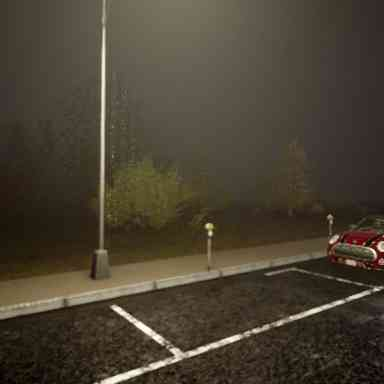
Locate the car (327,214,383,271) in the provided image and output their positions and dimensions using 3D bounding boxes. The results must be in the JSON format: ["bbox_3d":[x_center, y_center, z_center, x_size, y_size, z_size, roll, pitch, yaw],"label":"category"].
[{"bbox_3d":[6.060,1.444,10.411,4.097,1.590,1.967,0,1,-36],"label":"car"}]
